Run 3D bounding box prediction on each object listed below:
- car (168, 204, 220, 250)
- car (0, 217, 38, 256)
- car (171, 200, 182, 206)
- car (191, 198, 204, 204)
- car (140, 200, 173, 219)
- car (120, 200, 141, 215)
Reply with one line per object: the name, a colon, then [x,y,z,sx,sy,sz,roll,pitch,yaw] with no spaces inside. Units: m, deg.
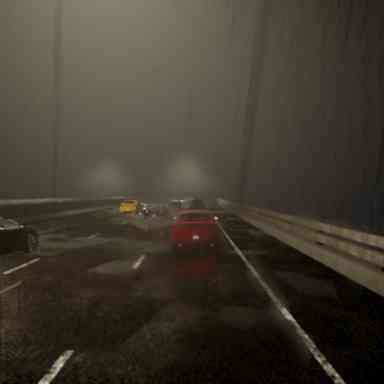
car: [0.161,1.529,14.706,1.882,1.535,5.008,0,0,0]
car: [-6.866,1.525,10.938,2.128,1.511,4.902,0,0,0]
car: [-2.608,1.836,52.574,1.895,1.301,4.718,0,0,2]
car: [0.830,1.701,50.201,1.882,1.535,5.008,0,0,2]
car: [-3.141,1.716,30.292,1.895,1.301,4.718,0,0,1]
car: [-6.518,1.621,36.489,1.882,1.535,5.008,0,0,1]
